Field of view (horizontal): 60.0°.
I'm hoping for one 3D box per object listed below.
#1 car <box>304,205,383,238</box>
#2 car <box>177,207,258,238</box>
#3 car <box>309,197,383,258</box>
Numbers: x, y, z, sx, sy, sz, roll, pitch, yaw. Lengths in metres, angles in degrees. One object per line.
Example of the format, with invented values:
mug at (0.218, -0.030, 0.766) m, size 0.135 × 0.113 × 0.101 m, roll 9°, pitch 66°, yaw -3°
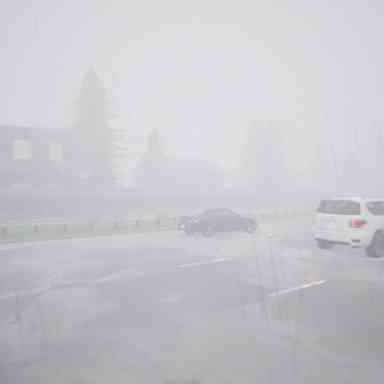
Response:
car at (8.824, 1.544, 18.643) m, size 5.357 × 1.411 × 2.033 m, roll 0°, pitch 0°, yaw -35°
car at (1.410, 1.524, 17.652) m, size 4.674 × 1.442 × 1.812 m, roll 0°, pitch 0°, yaw -36°
car at (6.999, 1.217, 13.042) m, size 5.566 × 2.045 × 2.150 m, roll 0°, pitch 0°, yaw -36°
